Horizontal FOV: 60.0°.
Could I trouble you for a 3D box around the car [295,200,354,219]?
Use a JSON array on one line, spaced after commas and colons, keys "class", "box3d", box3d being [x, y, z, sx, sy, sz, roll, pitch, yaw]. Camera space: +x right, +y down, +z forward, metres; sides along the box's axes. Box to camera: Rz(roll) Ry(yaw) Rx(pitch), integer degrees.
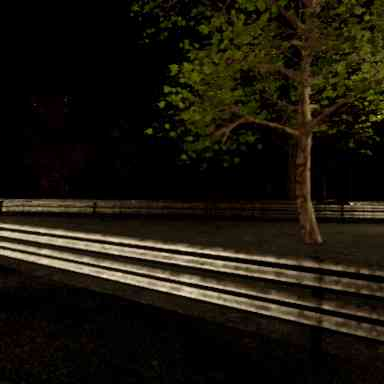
[{"class": "car", "box3d": [11.648, 1.496, 29.344, 4.856, 1.649, 2.033, 0, 0, 13]}]
